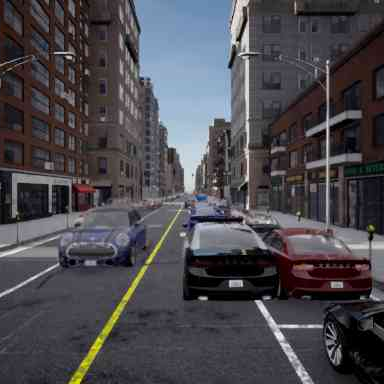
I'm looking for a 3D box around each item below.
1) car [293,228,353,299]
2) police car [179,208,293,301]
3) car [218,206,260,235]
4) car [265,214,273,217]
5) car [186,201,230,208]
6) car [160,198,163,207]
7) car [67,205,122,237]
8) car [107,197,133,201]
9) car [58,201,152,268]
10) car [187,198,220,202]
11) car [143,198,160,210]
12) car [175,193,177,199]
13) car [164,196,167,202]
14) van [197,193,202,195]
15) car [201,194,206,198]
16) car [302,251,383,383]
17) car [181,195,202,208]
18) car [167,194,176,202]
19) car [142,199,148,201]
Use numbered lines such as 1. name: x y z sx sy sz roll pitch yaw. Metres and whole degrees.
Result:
1. car: 2.621 1.545 8.246 1.887 1.381 4.507 0 0 0
2. police car: 0.712 1.426 8.514 1.930 1.638 5.238 0 0 -2
3. car: 2.601 1.584 19.284 1.802 1.307 4.206 0 0 0
4. car: 2.611 1.552 13.765 2.008 1.369 4.403 0 0 0
5. car: 0.790 1.480 18.423 1.882 1.535 5.008 0 0 0
6. car: -5.475 1.532 46.685 1.752 1.417 4.829 0 0 0
7. car: -5.419 1.527 19.095 1.752 1.417 4.829 0 0 0
8. car: -5.434 1.318 24.781 2.192 1.841 5.009 0 0 0
9. car: -2.770 1.353 11.329 2.097 1.767 4.553 0 0 0
10. car: 0.779 1.481 24.423 1.882 1.535 5.008 0 0 0
11. car: -5.465 1.446 41.337 1.967 1.590 4.097 0 0 0
12. car: -5.545 1.556 85.136 1.887 1.381 4.507 0 0 0
13. car: -5.485 1.559 52.373 2.008 1.369 4.403 0 0 0
14. van: 2.490 1.352 79.478 1.690 1.788 3.998 0 0 0
15. car: 2.550 1.447 46.878 1.967 1.590 4.097 0 0 0
16. car: 2.632 1.566 2.727 1.947 1.339 4.313 0 0 0
17. car: -0.063 1.498 46.417 2.128 1.511 4.902 0 0 0
18. car: -5.535 1.562 79.455 2.008 1.369 4.403 0 0 0
19. car: -5.444 1.586 30.300 1.802 1.307 4.206 0 0 0
